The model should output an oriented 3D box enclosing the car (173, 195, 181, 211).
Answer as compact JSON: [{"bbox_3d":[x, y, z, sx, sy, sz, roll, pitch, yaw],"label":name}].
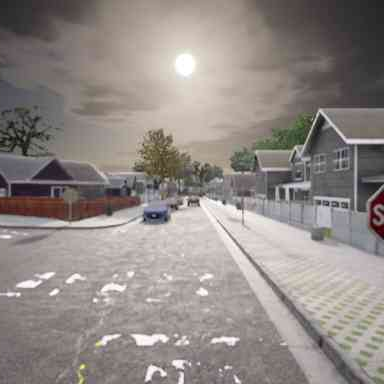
[{"bbox_3d":[-2.710,1.477,41.795,1.882,1.535,5.008,0,0,0],"label":"car"}]

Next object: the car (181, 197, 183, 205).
[{"bbox_3d":[-2.628,1.376,57.433,2.097,1.767,4.553,0,0,1],"label":"car"}]

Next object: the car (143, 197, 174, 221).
[{"bbox_3d":[-2.765,1.464,26.857,1.882,1.535,5.008,0,0,0],"label":"car"}]

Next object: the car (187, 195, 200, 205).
[{"bbox_3d":[0.277,1.378,57.944,2.097,1.767,4.553,0,0,0],"label":"car"}]

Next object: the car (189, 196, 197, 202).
[{"bbox_3d":[0.235,1.610,76.778,1.812,1.442,4.674,0,0,0],"label":"car"}]
